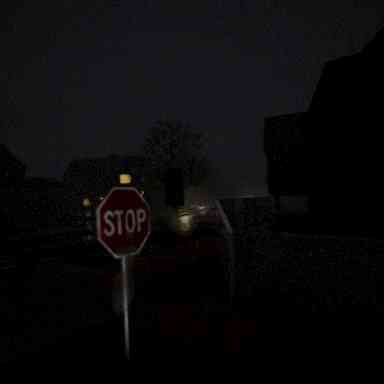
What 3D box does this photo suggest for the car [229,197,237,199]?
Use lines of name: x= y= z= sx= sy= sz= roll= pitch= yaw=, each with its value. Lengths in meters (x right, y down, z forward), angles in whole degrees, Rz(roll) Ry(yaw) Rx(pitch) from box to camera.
car: x=6.507 y=1.607 z=50.158 sx=2.128 sy=1.511 sz=4.902 roll=-3 pitch=-1 yaw=7

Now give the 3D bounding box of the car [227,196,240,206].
car: x=7.456 y=1.651 z=60.325 sx=1.882 sy=1.535 sz=5.008 roll=-3 pitch=-1 yaw=4
